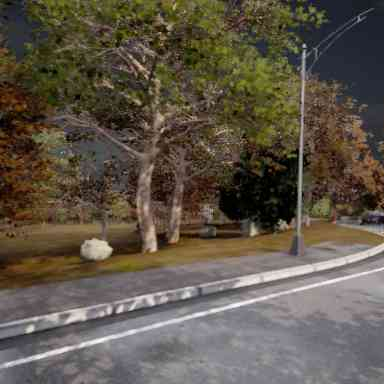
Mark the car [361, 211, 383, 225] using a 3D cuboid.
[{"bbox_3d":[20.511,2.911,37.419,1.837,1.490,4.892,-1,-3,41],"label":"car"}]
